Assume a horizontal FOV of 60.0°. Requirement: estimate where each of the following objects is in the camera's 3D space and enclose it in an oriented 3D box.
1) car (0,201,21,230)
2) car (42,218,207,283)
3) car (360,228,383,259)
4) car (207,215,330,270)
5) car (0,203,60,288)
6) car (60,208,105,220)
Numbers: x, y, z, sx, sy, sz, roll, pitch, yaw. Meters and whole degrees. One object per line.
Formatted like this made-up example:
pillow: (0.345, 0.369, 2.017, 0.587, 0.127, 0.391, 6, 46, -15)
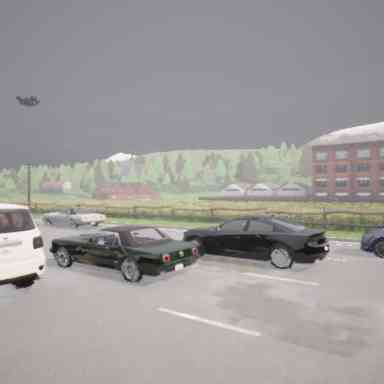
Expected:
car: (-13.727, 1.508, 22.391, 4.553, 1.767, 2.097, -1, 0, 36)
car: (-2.133, 1.648, 9.818, 4.718, 1.301, 1.895, 0, 0, 36)
car: (8.005, 1.561, 11.180, 4.181, 1.385, 1.994, 0, 0, 36)
car: (1.936, 1.508, 11.214, 5.008, 1.535, 1.882, 0, 0, 36)
car: (-5.903, 1.284, 8.209, 5.566, 2.045, 2.150, 0, 0, 36)
car: (-8.172, 1.728, 22.726, 4.718, 1.301, 1.895, 0, 0, 36)
